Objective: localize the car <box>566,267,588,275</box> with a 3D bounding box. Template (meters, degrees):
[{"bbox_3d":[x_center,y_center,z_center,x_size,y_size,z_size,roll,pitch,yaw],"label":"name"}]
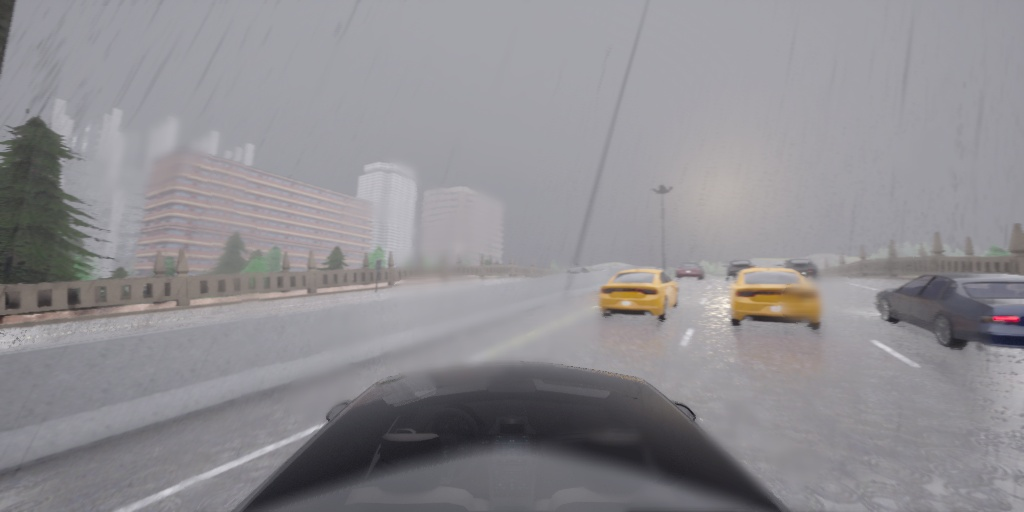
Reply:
[{"bbox_3d":[8.741,2.168,47.266,1.837,1.490,4.892,-2,-6,31],"label":"car"}]

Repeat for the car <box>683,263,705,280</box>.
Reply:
[{"bbox_3d":[14.841,1.235,29.856,1.994,1.385,4.181,-2,-2,31],"label":"car"}]

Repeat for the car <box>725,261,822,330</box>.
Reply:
[{"bbox_3d":[7.545,1.080,10.643,1.882,1.535,5.008,-2,0,31],"label":"car"}]

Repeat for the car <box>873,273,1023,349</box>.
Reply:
[{"bbox_3d":[9.890,1.061,7.731,2.033,1.411,5.357,-2,0,31],"label":"car"}]

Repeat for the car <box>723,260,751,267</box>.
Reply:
[{"bbox_3d":[17.660,1.066,27.753,1.837,1.490,4.892,-2,-2,31],"label":"car"}]

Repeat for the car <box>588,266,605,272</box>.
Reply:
[{"bbox_3d":[11.618,2.022,45.266,1.882,1.535,5.008,-2,-5,31],"label":"car"}]

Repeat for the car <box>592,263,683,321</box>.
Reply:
[{"bbox_3d":[4.529,1.179,12.415,1.882,1.535,5.008,-2,0,31],"label":"car"}]

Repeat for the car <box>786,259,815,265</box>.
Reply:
[{"bbox_3d":[20.659,0.966,25.951,1.837,1.490,4.892,-2,-2,31],"label":"car"}]
